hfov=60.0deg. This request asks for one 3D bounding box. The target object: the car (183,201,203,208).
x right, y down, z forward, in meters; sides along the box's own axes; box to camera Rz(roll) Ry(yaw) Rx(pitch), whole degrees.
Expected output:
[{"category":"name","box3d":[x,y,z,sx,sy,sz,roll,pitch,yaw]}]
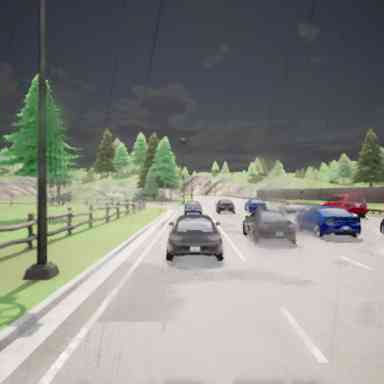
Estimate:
[{"category":"car","box3d":[0.100,1.609,34.023,2.033,1.411,5.357,0,0,0]}]

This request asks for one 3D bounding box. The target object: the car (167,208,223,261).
[{"category":"car","box3d":[0.097,1.548,12.285,1.812,1.442,4.674,0,0,0]}]

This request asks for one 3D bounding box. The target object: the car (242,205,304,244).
[{"category":"car","box3d":[3.594,1.555,15.960,1.812,1.442,4.674,0,0,0]}]

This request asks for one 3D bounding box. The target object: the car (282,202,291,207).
[{"category":"car","box3d":[10.604,1.667,35.454,1.895,1.301,4.718,0,0,0]}]

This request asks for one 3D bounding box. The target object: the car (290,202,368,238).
[{"category":"car","box3d":[7.102,1.511,17.797,1.882,1.535,5.008,0,0,0]}]

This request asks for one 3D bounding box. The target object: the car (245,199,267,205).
[{"category":"car","box3d":[7.105,1.547,37.564,1.882,1.535,5.008,0,0,0]}]

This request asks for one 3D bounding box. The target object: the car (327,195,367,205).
[{"category":"car","box3d":[14.105,1.282,30.983,2.150,2.045,5.566,0,0,0]}]

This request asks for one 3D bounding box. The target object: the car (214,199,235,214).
[{"category":"car","box3d":[3.604,1.573,36.847,1.837,1.490,4.892,0,0,0]}]

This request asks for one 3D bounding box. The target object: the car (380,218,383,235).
[{"category":"car","box3d":[10.602,1.522,15.215,2.128,1.511,4.902,0,0,0]}]
